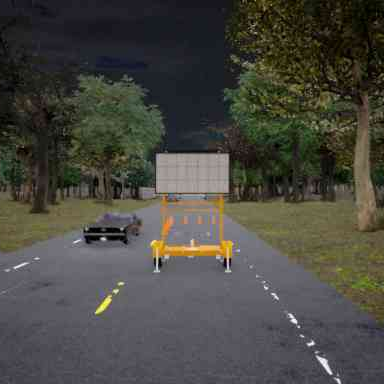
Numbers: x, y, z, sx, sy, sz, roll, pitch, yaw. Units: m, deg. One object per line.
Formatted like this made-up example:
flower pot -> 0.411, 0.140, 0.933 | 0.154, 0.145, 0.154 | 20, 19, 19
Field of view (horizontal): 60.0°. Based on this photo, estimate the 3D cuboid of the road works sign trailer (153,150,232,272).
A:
road works sign trailer -> 0.019, 0.464, 10.721 | 2.380, 3.560, 2.880 | 0, 0, 0

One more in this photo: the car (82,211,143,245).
car -> -3.571, 1.599, 15.685 | 1.895, 1.301, 4.718 | 0, 0, 0

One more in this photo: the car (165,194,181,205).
car -> -3.484, 1.168, 56.382 | 2.150, 2.045, 5.566 | 0, 0, 0

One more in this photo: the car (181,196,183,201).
car -> -3.348, 1.383, 81.693 | 1.837, 1.490, 4.892 | 0, 0, 0
